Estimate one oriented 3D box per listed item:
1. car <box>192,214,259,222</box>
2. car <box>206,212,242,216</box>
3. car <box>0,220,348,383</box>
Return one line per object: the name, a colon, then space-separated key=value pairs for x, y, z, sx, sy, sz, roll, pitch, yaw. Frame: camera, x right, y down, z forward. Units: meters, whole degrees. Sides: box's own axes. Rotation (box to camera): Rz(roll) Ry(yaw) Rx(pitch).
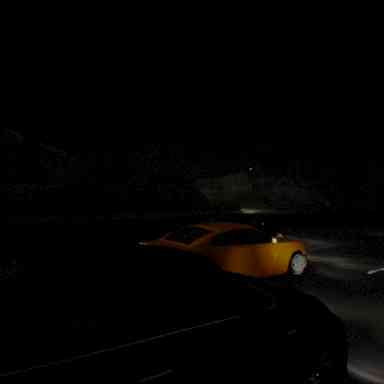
car: x=1.003 y=1.542 z=8.762 sx=5.008 sy=1.535 sz=1.882 roll=1 pitch=0 yaw=-36
car: x=1.756 y=1.581 z=13.598 sx=5.008 sy=1.535 sz=1.882 roll=1 pitch=0 yaw=-35
car: x=-0.384 y=1.370 z=3.473 sx=4.553 sy=1.767 sz=2.097 roll=1 pitch=0 yaw=-36
